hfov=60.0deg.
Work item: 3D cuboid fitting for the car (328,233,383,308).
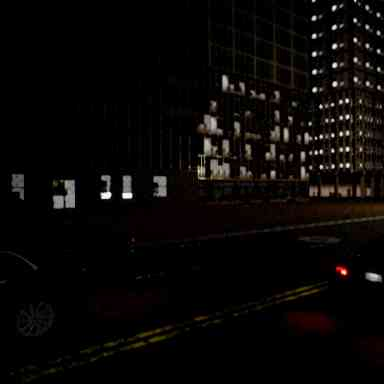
[{"bbox_3d":[5.115,1.465,7.086,5.357,1.411,2.033,-1,0,-35],"label":"car"}]

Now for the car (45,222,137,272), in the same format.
[{"bbox_3d":[-3.632,1.542,9.079,4.181,1.385,1.994,-1,0,-35],"label":"car"}]

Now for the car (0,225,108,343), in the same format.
[{"bbox_3d":[-3.973,1.510,4.844,4.892,1.490,1.837,-1,0,-35],"label":"car"}]
